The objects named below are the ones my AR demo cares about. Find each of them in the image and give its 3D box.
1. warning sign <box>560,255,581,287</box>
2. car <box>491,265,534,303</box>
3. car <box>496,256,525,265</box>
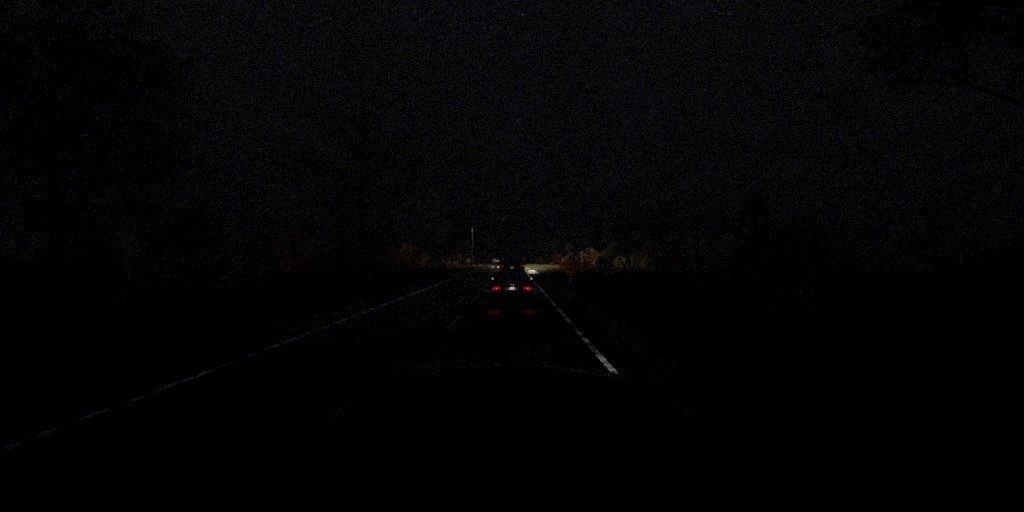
[{"bbox_3d":[3.550,0.881,21.704,1.300,1.860,1.060,0,0,0],"label":"warning sign"},{"bbox_3d":[0.000,1.323,16.501,2.033,1.411,5.357,0,0,0],"label":"car"},{"bbox_3d":[0.001,1.042,31.532,2.150,2.045,5.566,0,0,0],"label":"car"}]
